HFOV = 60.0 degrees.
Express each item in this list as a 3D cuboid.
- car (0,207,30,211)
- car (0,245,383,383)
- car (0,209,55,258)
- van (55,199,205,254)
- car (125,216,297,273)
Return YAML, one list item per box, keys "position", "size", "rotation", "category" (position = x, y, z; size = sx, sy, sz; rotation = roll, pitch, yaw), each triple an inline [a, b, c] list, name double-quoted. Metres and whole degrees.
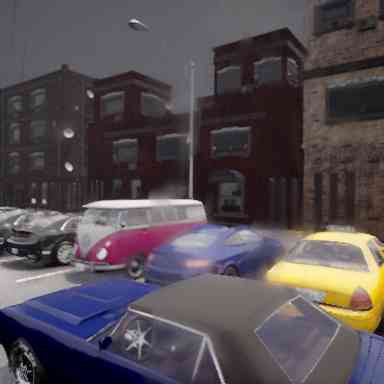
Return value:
- position: [-5.934, 1.425, 13.180]
  size: [2.231, 1.521, 4.892]
  rotation: [0, 0, 36]
  category: "car"
- position: [-0.051, 1.591, 3.414]
  size: [4.718, 1.301, 1.895]
  rotation: [0, 0, 36]
  category: "car"
- position: [-3.690, 1.435, 11.579]
  size: [2.231, 1.521, 4.892]
  rotation: [0, 0, 36]
  category: "car"
- position: [-1.408, 1.221, 9.815]
  size: [1.878, 1.987, 4.442]
  rotation: [0, 0, 36]
  category: "van"
- position: [0.801, 1.499, 8.380]
  size: [2.002, 1.452, 4.674]
  rotation: [0, 0, 36]
  category: "car"
